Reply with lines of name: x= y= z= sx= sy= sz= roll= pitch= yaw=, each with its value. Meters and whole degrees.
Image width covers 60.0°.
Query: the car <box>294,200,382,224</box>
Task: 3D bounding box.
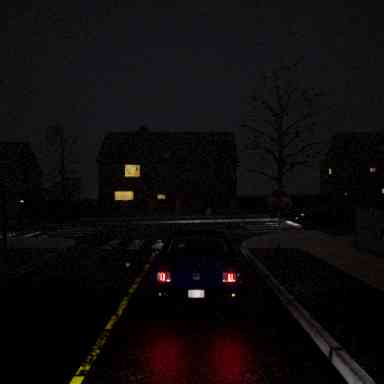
car: x=9.479 y=1.257 z=21.627 sx=5.357 sy=1.411 sz=2.033 roll=-1 pitch=1 yaw=0

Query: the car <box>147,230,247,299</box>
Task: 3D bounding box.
car: x=0.151 y=1.601 z=8.392 sx=1.895 sy=1.301 sz=4.718 roll=0 pitch=0 yaw=2
